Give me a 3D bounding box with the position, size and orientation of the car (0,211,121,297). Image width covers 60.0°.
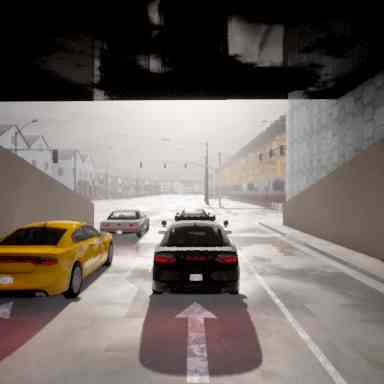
[{"bbox_3d":[-3.412,1.477,8.606,1.882,1.535,5.008,0,0,0],"label":"car"}]

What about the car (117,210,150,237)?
[{"bbox_3d":[-3.410,1.600,17.848,1.895,1.301,4.718,0,0,0],"label":"car"}]

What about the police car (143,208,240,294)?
[{"bbox_3d":[0.084,1.424,8.932,1.930,1.638,5.238,0,0,0],"label":"police car"}]

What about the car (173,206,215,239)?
[{"bbox_3d":[0.088,1.562,17.894,1.994,1.385,4.181,0,0,0],"label":"car"}]
